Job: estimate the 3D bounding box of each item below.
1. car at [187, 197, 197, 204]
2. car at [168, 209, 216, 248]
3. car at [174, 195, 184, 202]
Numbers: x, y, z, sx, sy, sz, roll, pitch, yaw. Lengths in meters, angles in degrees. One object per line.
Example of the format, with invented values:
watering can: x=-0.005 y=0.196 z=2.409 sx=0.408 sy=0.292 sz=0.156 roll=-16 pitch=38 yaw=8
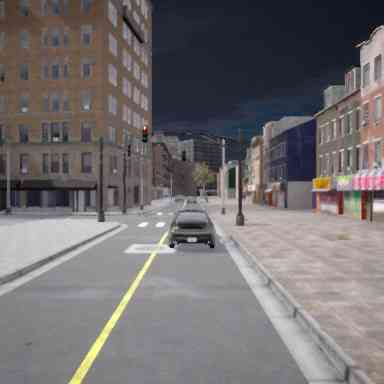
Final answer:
car: x=0.000 y=1.599 z=66.321 sx=1.994 sy=1.385 sz=4.181 roll=0 pitch=0 yaw=0
car: x=0.000 y=1.515 z=14.651 sx=1.837 sy=1.490 sz=4.892 roll=0 pitch=0 yaw=0
car: x=-2.750 y=1.360 z=72.645 sx=2.097 sy=1.767 sz=4.553 roll=0 pitch=0 yaw=0
